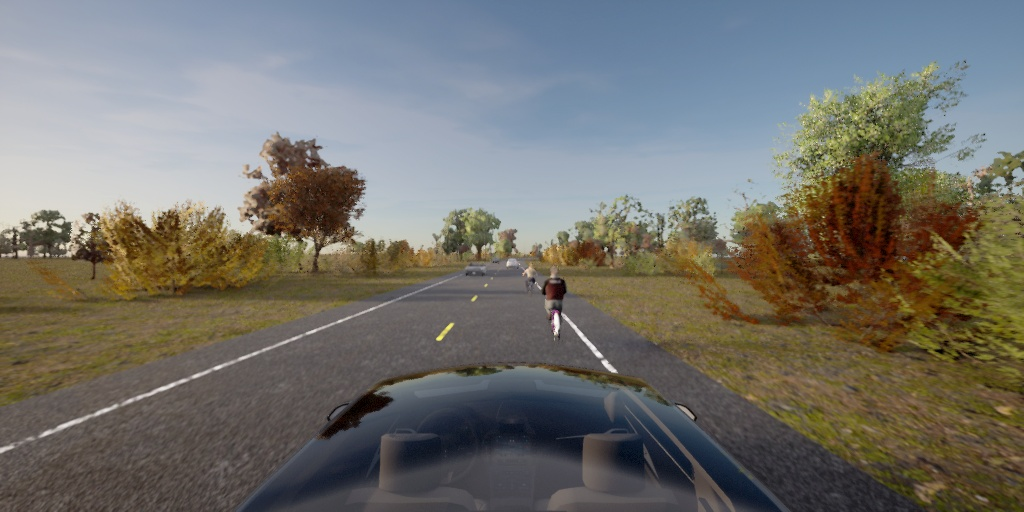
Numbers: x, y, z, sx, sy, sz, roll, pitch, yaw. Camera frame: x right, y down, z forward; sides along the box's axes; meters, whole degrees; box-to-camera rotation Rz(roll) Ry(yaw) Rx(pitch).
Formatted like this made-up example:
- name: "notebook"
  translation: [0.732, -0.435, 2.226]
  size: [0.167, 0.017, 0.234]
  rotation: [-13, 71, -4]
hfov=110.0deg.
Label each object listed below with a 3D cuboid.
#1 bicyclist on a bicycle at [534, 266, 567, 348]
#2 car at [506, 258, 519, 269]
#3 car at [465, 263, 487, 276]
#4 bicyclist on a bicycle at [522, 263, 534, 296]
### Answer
- name: "bicyclist on a bicycle"
  translation: [0.961, 1.118, 8.337]
  size: [0.659, 1.776, 1.843]
  rotation: [0, 0, 0]
- name: "car"
  translation: [0.057, 1.212, 55.818]
  size: [1.812, 1.442, 4.674]
  rotation: [0, 0, 0]
- name: "car"
  translation: [-3.623, 1.322, 36.366]
  size: [1.895, 1.301, 4.718]
  rotation: [0, 0, 0]
- name: "bicyclist on a bicycle"
  translation: [0.928, 1.177, 18.121]
  size: [0.866, 1.612, 1.509]
  rotation: [0, 0, 0]
